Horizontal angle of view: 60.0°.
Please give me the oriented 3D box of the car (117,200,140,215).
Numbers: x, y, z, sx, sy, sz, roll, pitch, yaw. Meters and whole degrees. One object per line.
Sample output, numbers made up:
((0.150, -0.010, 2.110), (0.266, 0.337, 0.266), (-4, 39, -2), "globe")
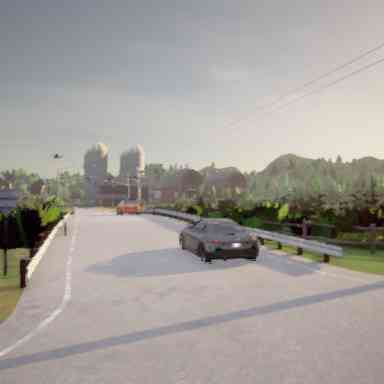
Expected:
((-7.315, 1.722, 37.995), (2.097, 1.767, 4.553), (0, -3, -19), "car")

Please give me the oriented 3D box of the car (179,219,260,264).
((0.876, 1.703, 12.702), (1.994, 1.385, 4.181), (0, 0, -17), "car")
